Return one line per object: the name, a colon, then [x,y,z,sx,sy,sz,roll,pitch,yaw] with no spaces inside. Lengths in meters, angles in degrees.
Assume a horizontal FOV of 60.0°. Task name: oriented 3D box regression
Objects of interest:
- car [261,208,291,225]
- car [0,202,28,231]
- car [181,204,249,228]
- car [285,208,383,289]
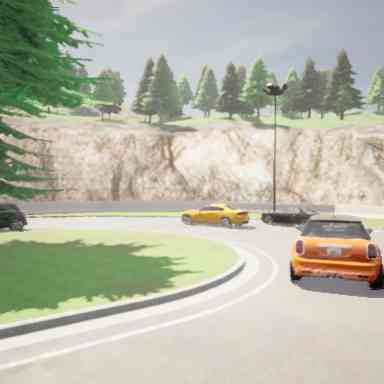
car: [7.142,1.759,23.193,1.895,1.301,4.718,1,0,-41]
car: [-11.929,1.358,18.851,4.553,1.767,2.097,1,0,-37]
car: [1.529,1.597,23.274,5.008,1.535,1.882,0,-1,34]
car: [4.116,1.426,9.754,2.097,1.767,4.553,0,0,22]
